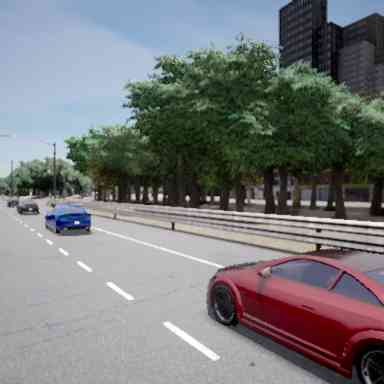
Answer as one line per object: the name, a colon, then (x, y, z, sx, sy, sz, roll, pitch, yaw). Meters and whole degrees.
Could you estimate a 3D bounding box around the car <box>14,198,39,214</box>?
car: (-17.892, 1.626, 36.222, 1.812, 1.442, 4.674, 0, 0, -33)

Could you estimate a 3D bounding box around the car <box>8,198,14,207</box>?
car: (-29.258, 1.664, 54.831, 1.812, 1.442, 4.674, 0, 0, -28)

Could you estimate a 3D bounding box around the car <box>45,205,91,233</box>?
car: (-7.573, 1.548, 20.114, 1.882, 1.535, 5.008, 0, 0, -33)

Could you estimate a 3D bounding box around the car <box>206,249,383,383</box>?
car: (2.031, 1.580, 5.115, 1.994, 1.385, 4.181, 0, 0, -33)
